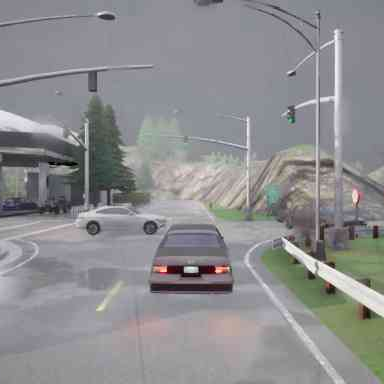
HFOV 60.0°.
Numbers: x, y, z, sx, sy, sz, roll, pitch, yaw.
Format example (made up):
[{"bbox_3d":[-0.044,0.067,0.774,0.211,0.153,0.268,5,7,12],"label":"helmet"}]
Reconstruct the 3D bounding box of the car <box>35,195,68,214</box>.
[{"bbox_3d":[-14.595,1.313,35.248,1.905,1.878,3.866,0,0,-1],"label":"car"}]

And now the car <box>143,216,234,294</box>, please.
[{"bbox_3d":[0.033,1.547,8.932,2.033,1.411,5.357,0,0,1],"label":"car"}]

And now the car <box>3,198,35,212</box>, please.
[{"bbox_3d":[-20.310,1.480,39.515,2.242,1.667,4.611,0,0,-1],"label":"car"}]

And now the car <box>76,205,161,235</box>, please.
[{"bbox_3d":[-3.644,1.415,17.416,4.674,1.442,1.812,0,0,-1],"label":"car"}]

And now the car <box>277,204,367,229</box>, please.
[{"bbox_3d":[6.603,1.358,17.621,2.033,1.411,5.357,0,0,-18],"label":"car"}]
